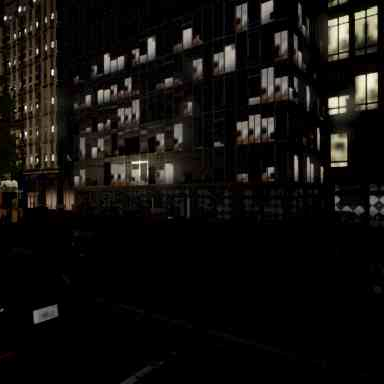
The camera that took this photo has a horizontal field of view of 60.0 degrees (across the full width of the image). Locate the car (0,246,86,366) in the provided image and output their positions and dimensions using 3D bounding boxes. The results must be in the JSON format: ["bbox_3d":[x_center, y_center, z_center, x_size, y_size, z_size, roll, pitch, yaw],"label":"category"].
[{"bbox_3d":[-3.526,1.566,5.384,4.313,1.339,1.947,0,0,35],"label":"car"}]
